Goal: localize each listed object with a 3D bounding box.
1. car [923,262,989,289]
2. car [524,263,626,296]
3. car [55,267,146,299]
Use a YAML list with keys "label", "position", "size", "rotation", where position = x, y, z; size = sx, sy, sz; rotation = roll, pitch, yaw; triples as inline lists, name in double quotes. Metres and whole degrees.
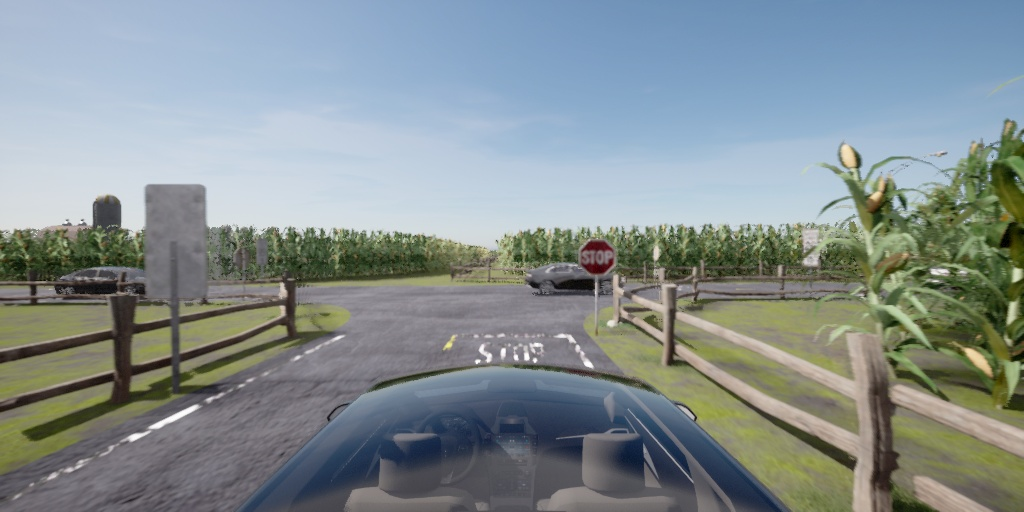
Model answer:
- label: "car"
  position: [22.918, 0.989, 17.603]
  size: [4.674, 1.442, 1.812]
  rotation: [0, 1, 0]
- label: "car"
  position: [3.037, 1.090, 17.638]
  size: [4.902, 1.511, 2.128]
  rotation: [0, 1, 0]
- label: "car"
  position: [-19.357, 1.306, 17.678]
  size: [4.892, 1.490, 1.837]
  rotation: [0, 1, 0]
